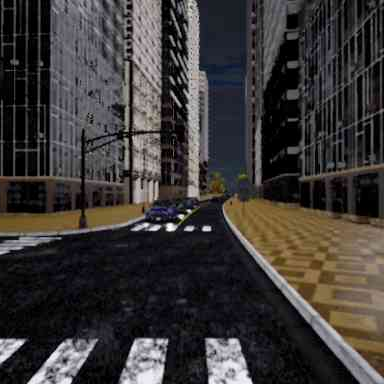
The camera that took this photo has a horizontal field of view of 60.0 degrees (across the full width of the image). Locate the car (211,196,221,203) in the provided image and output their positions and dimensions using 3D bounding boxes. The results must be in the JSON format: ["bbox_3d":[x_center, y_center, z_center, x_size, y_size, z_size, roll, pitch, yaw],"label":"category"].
[{"bbox_3d":[4.875,1.506,68.360,2.033,1.411,5.357,0,0,8],"label":"car"}]

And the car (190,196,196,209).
[{"bbox_3d":[-1.009,1.348,44.044,2.097,1.767,4.553,0,0,6],"label":"car"}]

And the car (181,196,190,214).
[{"bbox_3d":[-1.733,1.354,35.268,2.097,1.767,4.553,0,0,4],"label":"car"}]

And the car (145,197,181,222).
[{"bbox_3d":[-2.302,1.357,26.351,2.097,1.767,4.553,0,0,3],"label":"car"}]

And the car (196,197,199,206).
[{"bbox_3d":[0.062,1.477,54.369,2.128,1.511,4.902,0,0,7],"label":"car"}]
